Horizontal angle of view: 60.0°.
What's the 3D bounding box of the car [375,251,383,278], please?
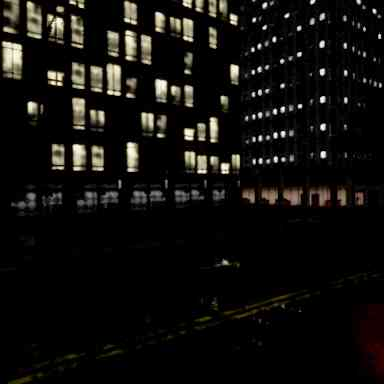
[{"bbox_3d":[6.558,1.590,8.160,4.718,1.301,1.895,0,0,-35],"label":"car"}]
